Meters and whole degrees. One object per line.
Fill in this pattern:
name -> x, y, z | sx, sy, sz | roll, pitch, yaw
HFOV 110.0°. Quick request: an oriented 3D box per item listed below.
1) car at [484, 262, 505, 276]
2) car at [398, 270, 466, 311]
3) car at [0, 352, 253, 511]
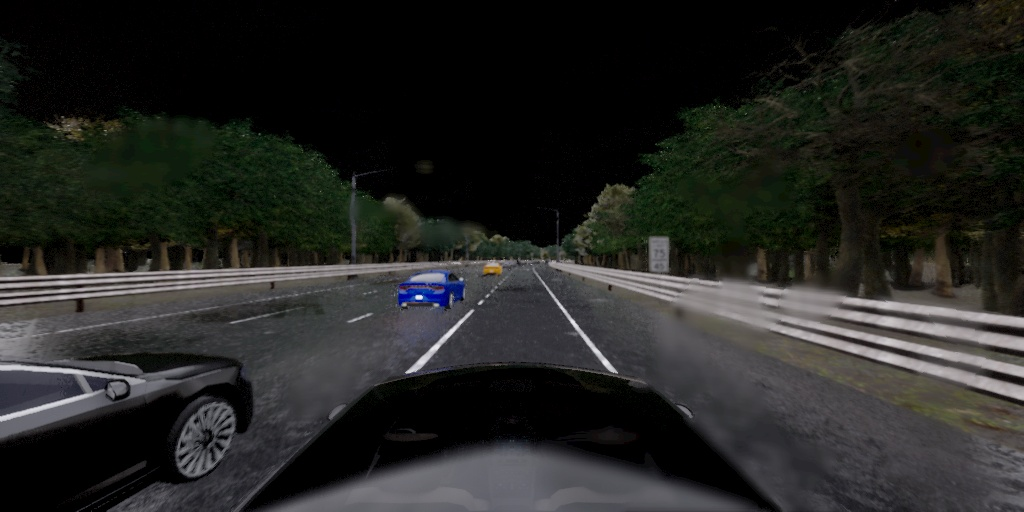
car -> -2.202, 1.550, 42.676 | 1.882, 1.535, 5.008 | 0, 0, 2
car -> -3.205, 1.346, 15.209 | 1.882, 1.535, 5.008 | 0, -1, 2
car -> -3.696, 1.235, 1.795 | 2.128, 1.511, 4.902 | 0, 0, 2
